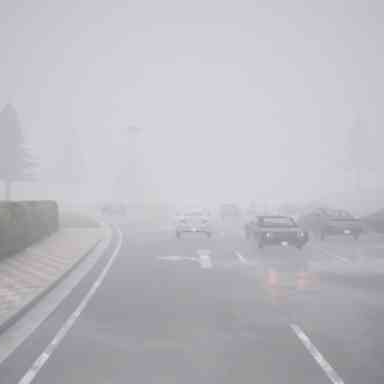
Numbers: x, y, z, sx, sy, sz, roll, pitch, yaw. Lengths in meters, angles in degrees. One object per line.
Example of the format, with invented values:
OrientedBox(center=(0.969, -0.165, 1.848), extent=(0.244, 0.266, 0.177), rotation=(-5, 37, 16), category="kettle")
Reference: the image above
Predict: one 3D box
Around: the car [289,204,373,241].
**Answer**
OrientedBox(center=(7.099, 1.633, 17.646), extent=(2.128, 1.511, 4.902), rotation=(0, 0, 0), category="car")

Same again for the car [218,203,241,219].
OrientedBox(center=(3.599, 1.804, 32.249), extent=(2.033, 1.411, 5.357), rotation=(0, 0, 0), category="car")

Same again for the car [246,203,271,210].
OrientedBox(center=(7.098, 1.888, 36.085), extent=(1.895, 1.301, 4.718), rotation=(0, 0, 0), category="car")

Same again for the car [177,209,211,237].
OrientedBox(center=(0.086, 1.678, 19.108), extent=(1.812, 1.442, 4.674), rotation=(0, 0, 0), category="car")

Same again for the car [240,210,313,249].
OrientedBox(center=(3.601, 1.722, 15.132), extent=(1.895, 1.301, 4.718), rotation=(0, 0, 0), category="car")

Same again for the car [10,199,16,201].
OrientedBox(center=(-39.033, 2.112, 71.192), extent=(4.181, 1.385, 1.994), rotation=(0, -1, 40), category="car")

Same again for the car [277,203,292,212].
OrientedBox(center=(10.600, 1.888, 36.087), extent=(1.895, 1.301, 4.718), rotation=(0, 0, 0), category="car")

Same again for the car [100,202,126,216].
OrientedBox(center=(-8.613, 1.778, 36.086), extent=(2.128, 1.511, 4.902), rotation=(0, -1, -28), category="car")

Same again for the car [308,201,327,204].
OrientedBox(center=(14.099, 1.805, 37.673), extent=(1.837, 1.490, 4.892), rotation=(0, 0, 0), category="car")

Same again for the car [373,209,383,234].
OrientedBox(center=(10.602, 1.633, 17.645), extent=(2.128, 1.511, 4.902), rotation=(0, 0, 0), category="car")
